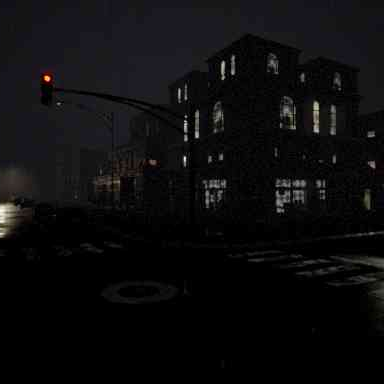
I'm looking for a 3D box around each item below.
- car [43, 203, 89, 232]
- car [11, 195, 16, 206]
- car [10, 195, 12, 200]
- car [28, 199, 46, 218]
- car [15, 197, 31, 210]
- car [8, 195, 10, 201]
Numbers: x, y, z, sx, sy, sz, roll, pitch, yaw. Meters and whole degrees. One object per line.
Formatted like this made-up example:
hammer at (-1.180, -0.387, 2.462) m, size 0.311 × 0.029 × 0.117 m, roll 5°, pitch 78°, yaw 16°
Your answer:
car at (-7.474, 1.569, 20.032) m, size 1.947 × 1.339 × 4.313 m, roll 0°, pitch 0°, yaw -31°
car at (-27.287, 1.456, 53.220) m, size 1.967 × 1.590 × 4.097 m, roll 0°, pitch 0°, yaw -31°
car at (-30.119, 1.569, 57.961) m, size 2.008 × 1.369 × 4.403 m, roll 0°, pitch 0°, yaw -31°
car at (-13.134, 1.588, 29.513) m, size 1.802 × 1.307 × 4.206 m, roll 0°, pitch 0°, yaw -31°
car at (-21.627, 1.562, 43.737) m, size 2.008 × 1.369 × 4.403 m, roll 0°, pitch 0°, yaw -31°
car at (-35.780, 1.607, 67.443) m, size 1.802 × 1.307 × 4.206 m, roll 0°, pitch 0°, yaw -31°
